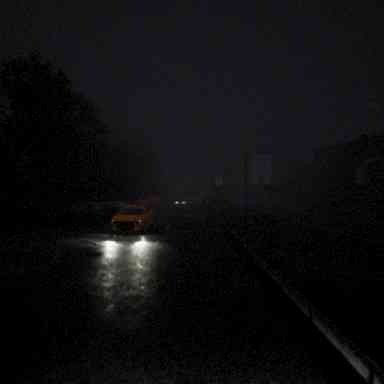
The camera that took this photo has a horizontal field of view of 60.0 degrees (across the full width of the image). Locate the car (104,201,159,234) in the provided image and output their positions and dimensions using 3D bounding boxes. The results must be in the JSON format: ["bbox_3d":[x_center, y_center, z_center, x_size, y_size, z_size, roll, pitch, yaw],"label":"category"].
[{"bbox_3d":[-3.451,1.548,20.067,1.882,1.535,5.008,0,0,3],"label":"car"}]

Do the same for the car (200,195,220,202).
[{"bbox_3d":[4.988,1.801,92.785,5.566,2.045,2.435,0,-1,0],"label":"car"}]

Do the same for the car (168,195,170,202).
[{"bbox_3d":[-8.060,1.703,75.957,4.553,1.767,2.185,0,-1,0],"label":"car"}]

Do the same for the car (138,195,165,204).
[{"bbox_3d":[-8.127,1.703,62.033,5.008,1.535,2.097,0,0,0],"label":"car"}]

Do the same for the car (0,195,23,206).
[{"bbox_3d":[-26.465,1.142,46.927,4.553,1.767,2.097,1,2,0],"label":"car"}]

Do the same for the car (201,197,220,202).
[{"bbox_3d":[5.018,2.015,89.978,5.008,1.535,2.097,0,-1,0],"label":"car"}]

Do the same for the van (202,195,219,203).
[{"bbox_3d":[4.893,1.753,87.178,4.442,1.987,1.878,0,-1,0],"label":"van"}]

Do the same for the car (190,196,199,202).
[{"bbox_3d":[0.268,2.115,89.505,1.895,1.301,4.718,0,-1,0],"label":"car"}]

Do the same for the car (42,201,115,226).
[{"bbox_3d":[-8.256,1.602,23.850,4.674,1.452,2.002,0,0,0],"label":"car"}]

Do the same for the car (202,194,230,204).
[{"bbox_3d":[4.962,1.728,64.754,4.892,1.521,2.231,0,0,0],"label":"car"}]

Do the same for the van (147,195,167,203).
[{"bbox_3d":[-8.201,1.636,78.739,4.442,1.987,1.878,0,-1,0],"label":"van"}]

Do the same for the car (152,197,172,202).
[{"bbox_3d":[-8.061,2.009,89.879,5.008,1.535,2.097,0,-1,0],"label":"car"}]

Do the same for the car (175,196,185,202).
[{"bbox_3d":[-2.984,1.856,87.787,2.097,1.767,4.553,0,-1,0],"label":"car"}]

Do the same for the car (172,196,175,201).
[{"bbox_3d":[-7.885,1.969,87.092,5.366,1.575,1.946,0,-1,0],"label":"car"}]

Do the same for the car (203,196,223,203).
[{"bbox_3d":[5.026,1.742,78.766,4.553,1.767,2.185,0,-1,0],"label":"car"}]

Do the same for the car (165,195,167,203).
[{"bbox_3d":[-8.120,1.742,67.601,5.008,1.535,2.097,0,0,0],"label":"car"}]

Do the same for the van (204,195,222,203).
[{"bbox_3d":[5.116,1.679,81.571,4.442,1.987,1.878,0,-1,0],"label":"van"}]

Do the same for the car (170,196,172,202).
[{"bbox_3d":[-8.072,1.976,84.307,4.674,1.452,2.002,0,-1,0],"label":"car"}]

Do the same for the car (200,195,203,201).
[{"bbox_3d":[4.937,1.497,67.557,5.566,2.045,2.435,0,-1,0],"label":"car"}]

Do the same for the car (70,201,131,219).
[{"bbox_3d":[-8.243,1.585,30.399,5.008,1.535,2.097,0,0,0],"label":"car"}]
